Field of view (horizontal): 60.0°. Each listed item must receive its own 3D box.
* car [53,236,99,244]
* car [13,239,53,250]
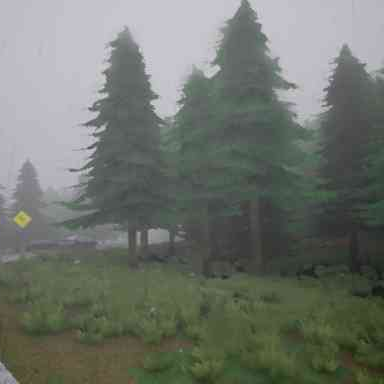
[{"bbox_3d":[-10.740,4.979,31.988,1.837,1.490,4.892,-4,-9,14],"label":"car"},{"bbox_3d":[-14.425,5.065,31.218,1.895,1.301,4.718,-4,-8,14],"label":"car"}]
